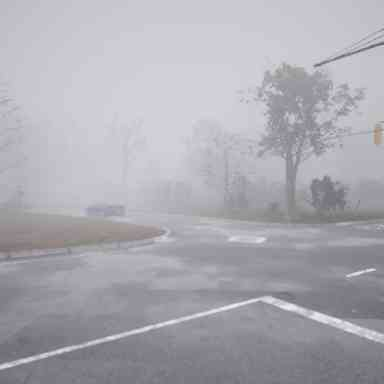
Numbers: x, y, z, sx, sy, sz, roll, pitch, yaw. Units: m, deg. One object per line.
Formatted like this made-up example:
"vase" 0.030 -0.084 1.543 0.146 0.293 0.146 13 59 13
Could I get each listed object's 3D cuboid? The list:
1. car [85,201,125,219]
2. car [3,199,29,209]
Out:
"car" -8.027 1.535 30.326 1.882 1.535 5.008 0 0 -43
"car" -26.661 1.747 50.329 4.902 1.511 2.128 -1 -1 35
